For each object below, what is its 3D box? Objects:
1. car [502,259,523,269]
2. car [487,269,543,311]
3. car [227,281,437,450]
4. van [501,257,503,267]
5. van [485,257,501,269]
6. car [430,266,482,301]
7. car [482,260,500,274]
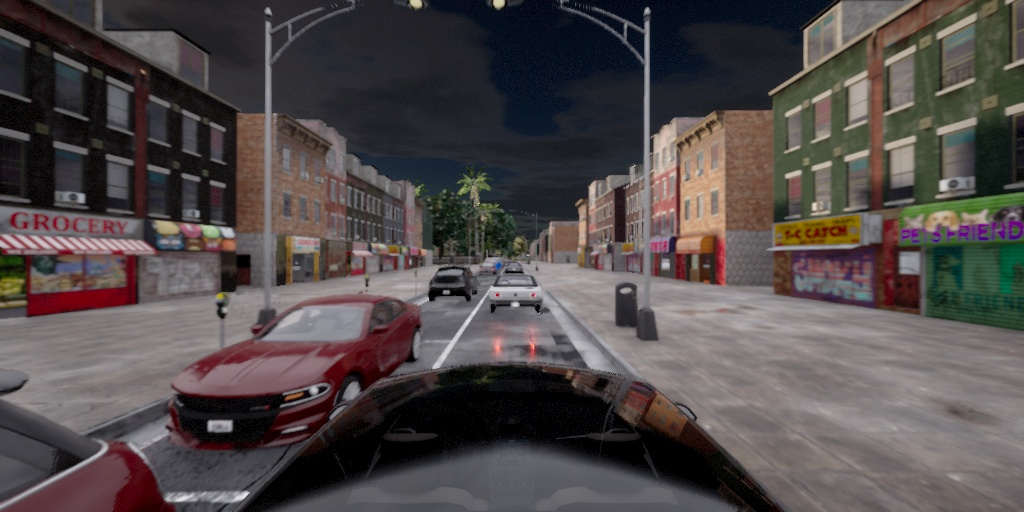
[{"bbox_3d":[0.203,1.350,39.216,1.994,1.385,4.181,0,0,0],"label":"car"},{"bbox_3d":[0.122,1.357,14.342,1.895,1.301,4.718,0,0,0],"label":"car"},{"bbox_3d":[-2.632,1.293,5.486,1.888,1.381,4.507,0,0,0],"label":"car"},{"bbox_3d":[-2.502,1.146,49.196,1.690,1.789,3.998,0,0,0],"label":"van"},{"bbox_3d":[-2.518,1.134,43.732,1.690,1.789,3.998,0,0,0],"label":"van"},{"bbox_3d":[-2.708,1.259,17.301,1.837,1.490,4.892,0,0,0],"label":"car"},{"bbox_3d":[-2.534,1.363,38.268,1.802,1.307,4.207,0,0,0],"label":"car"}]
